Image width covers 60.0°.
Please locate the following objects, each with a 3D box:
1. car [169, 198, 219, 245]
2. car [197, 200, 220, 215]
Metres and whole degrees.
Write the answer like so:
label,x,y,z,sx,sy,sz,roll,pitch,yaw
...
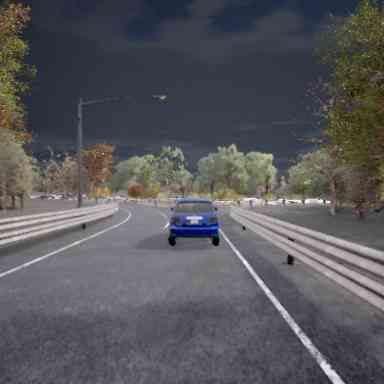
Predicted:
label,x,y,z,sx,sy,sz,roll,pitch,yaw
car,0.107,1.321,16.318,2.150,2.045,5.566,0,0,0
car,1.927,1.743,38.058,1.882,1.535,5.008,1,-1,11
